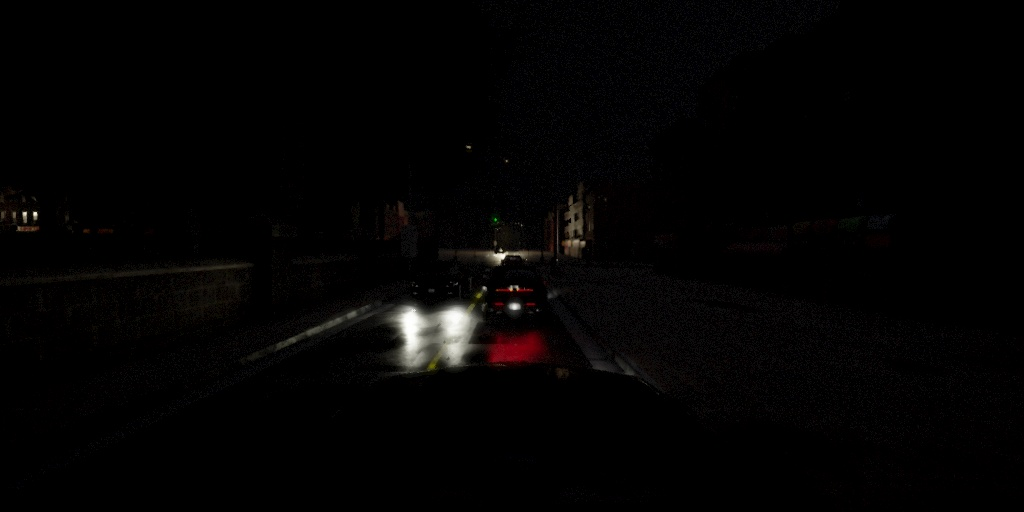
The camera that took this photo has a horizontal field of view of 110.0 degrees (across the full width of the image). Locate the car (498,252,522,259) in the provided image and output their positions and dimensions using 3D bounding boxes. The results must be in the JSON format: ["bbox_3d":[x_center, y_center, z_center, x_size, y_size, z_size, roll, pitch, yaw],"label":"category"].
[{"bbox_3d":[0.070,0.623,27.682,1.812,1.442,4.674,0,1,0],"label":"car"}]

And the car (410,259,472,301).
[{"bbox_3d":[-2.843,0.890,15.146,1.882,1.535,5.008,0,1,0],"label":"car"}]

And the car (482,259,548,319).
[{"bbox_3d":[0.074,1.005,11.571,1.837,1.490,4.892,0,1,0],"label":"car"}]
